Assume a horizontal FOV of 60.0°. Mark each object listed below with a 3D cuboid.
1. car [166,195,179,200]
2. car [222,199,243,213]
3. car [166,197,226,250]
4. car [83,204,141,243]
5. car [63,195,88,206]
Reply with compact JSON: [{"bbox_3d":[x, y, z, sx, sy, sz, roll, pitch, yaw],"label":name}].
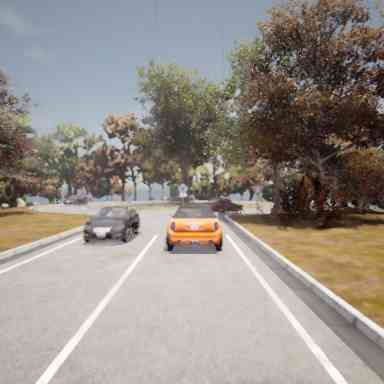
[{"bbox_3d":[-2.326,1.250,63.957,5.357,1.411,2.033,0,0,-2],"label":"car"},{"bbox_3d":[2.930,1.376,31.989,4.674,1.442,1.812,0,-1,-44],"label":"car"},{"bbox_3d":[0.092,1.286,14.158,2.097,1.767,4.553,0,0,0],"label":"car"},{"bbox_3d":[-3.588,1.418,15.621,2.128,1.511,4.902,0,0,0],"label":"car"},{"bbox_3d":[-17.318,1.260,49.633,2.128,1.511,4.902,0,0,8],"label":"car"}]
